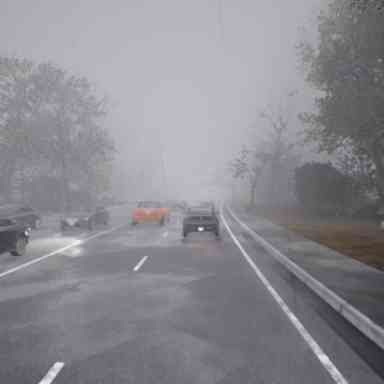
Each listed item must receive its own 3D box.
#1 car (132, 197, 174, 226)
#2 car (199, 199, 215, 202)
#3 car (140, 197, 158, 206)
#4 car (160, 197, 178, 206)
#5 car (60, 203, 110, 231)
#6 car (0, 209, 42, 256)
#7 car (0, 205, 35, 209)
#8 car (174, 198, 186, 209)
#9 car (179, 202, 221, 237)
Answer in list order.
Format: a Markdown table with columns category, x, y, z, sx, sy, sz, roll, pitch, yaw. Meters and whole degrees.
| category | x | y | z | sx | sy | sz | roll | pitch | yaw |
| --- | --- | --- | --- | --- | --- | --- | --- | --- | --- |
| car | -2.752 | 1.346 | 23.496 | 2.097 | 1.767 | 4.553 | 0 | 0 | 3 |
| car | 1.785 | 1.521 | 39.456 | 1.812 | 1.442 | 4.674 | 0 | 0 | 4 |
| car | -7.300 | 1.549 | 56.841 | 1.994 | 1.385 | 4.181 | 0 | 0 | 6 |
| car | -3.828 | 1.536 | 56.397 | 2.033 | 1.411 | 5.357 | 0 | 0 | 6 |
| car | -6.522 | 1.483 | 20.756 | 2.128 | 1.511 | 4.902 | 0 | 0 | 2 |
| car | -6.894 | 1.485 | 10.259 | 2.128 | 1.511 | 4.902 | 0 | 0 | 2 |
| car | -10.117 | 1.494 | 18.443 | 1.837 | 1.490 | 4.892 | 0 | 0 | 2 |
| car | -1.559 | 1.593 | 41.351 | 1.895 | 1.301 | 4.718 | 0 | 0 | 5 |
| car | 0.511 | 1.502 | 18.202 | 1.837 | 1.490 | 4.892 | 0 | 0 | 2 |
